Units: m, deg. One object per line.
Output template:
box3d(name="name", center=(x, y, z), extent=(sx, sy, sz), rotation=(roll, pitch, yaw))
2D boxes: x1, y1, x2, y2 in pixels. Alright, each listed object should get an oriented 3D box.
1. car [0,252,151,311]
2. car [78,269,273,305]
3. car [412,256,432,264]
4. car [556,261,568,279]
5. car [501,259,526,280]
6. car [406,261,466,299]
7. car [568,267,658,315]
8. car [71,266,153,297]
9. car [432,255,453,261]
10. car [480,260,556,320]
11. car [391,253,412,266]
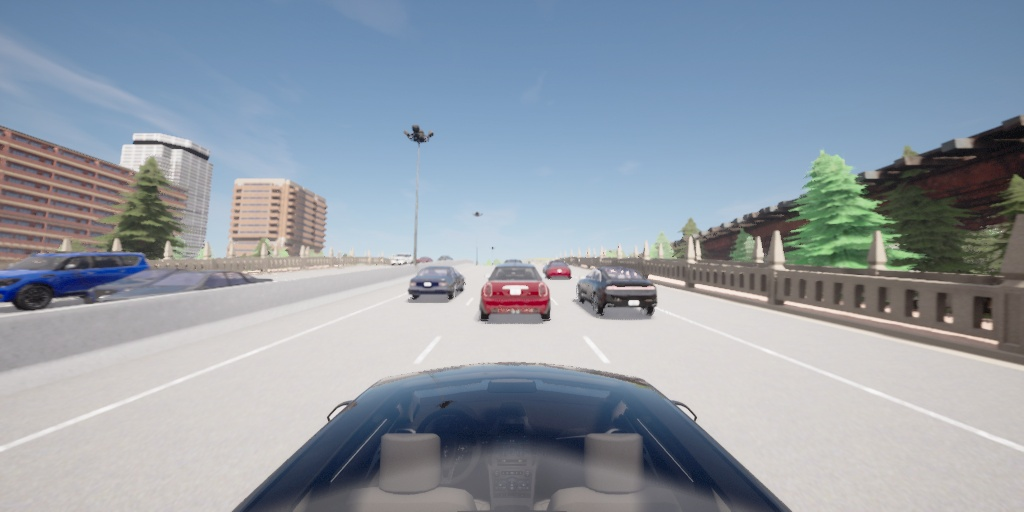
box3d(name="car", center=(-17.595, 0.866, 14.221), extent=(2.150, 2.045, 5.566), rotation=(0, 1, 0))
box3d(name="car", center=(-10.595, 1.210, 12.333), extent=(2.033, 1.411, 5.357), rotation=(0, 1, 0))
box3d(name="car", center=(-14.020, 0.809, 57.791), extent=(1.882, 1.535, 5.008), rotation=(0, -1, 1))
box3d(name="car", center=(3.610, 1.082, 29.234), extent=(1.994, 1.385, 4.181), rotation=(0, 1, 0))
box3d(name="car", center=(0.110, 1.025, 29.080), extent=(1.837, 1.490, 4.892), rotation=(0, 1, 0))
box3d(name="car", center=(-3.411, 1.170, 17.051), extent=(2.033, 1.411, 5.357), rotation=(0, 1, 0))
box3d(name="car", center=(3.602, 1.149, 13.014), extent=(2.128, 1.511, 4.902), rotation=(0, 1, 0))
box3d(name="car", center=(-14.094, 1.208, 14.433), extent=(1.994, 1.385, 4.181), rotation=(0, 1, 0))
box3d(name="car", center=(-10.531, 0.668, 56.131), extent=(2.097, 1.767, 4.553), rotation=(0, 0, 1))
box3d(name="car", center=(0.101, 1.015, 12.312), extent=(2.097, 1.767, 4.553), rotation=(0, 0, 0))
box3d(name="car", center=(-17.514, 0.547, 57.581), extent=(2.150, 2.045, 5.566), rotation=(0, -1, 1))
